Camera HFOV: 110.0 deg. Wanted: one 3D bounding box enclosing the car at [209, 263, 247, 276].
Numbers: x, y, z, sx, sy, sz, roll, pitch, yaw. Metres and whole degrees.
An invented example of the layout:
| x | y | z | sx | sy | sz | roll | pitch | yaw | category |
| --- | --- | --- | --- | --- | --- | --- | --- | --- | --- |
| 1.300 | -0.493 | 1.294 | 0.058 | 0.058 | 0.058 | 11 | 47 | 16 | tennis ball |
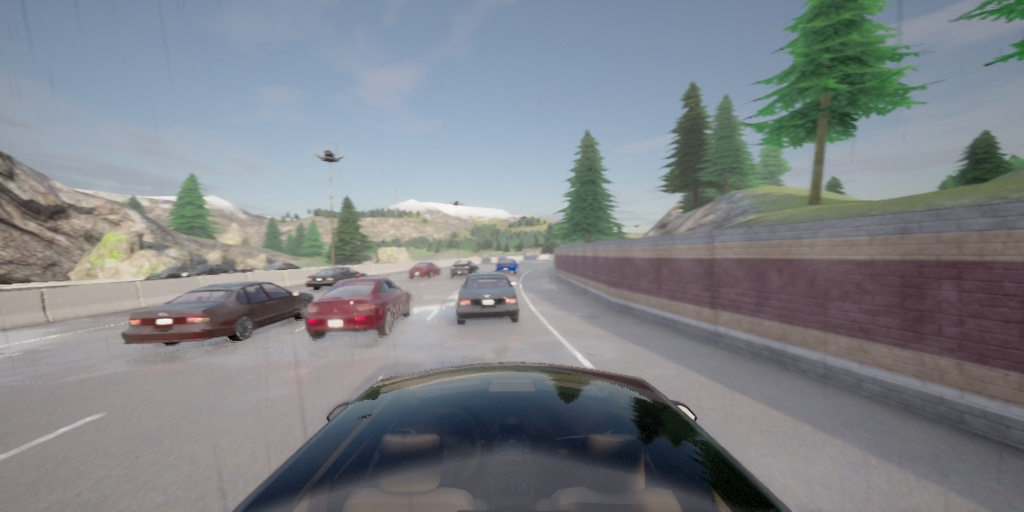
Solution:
| x | y | z | sx | sy | sz | roll | pitch | yaw | category |
| --- | --- | --- | --- | --- | --- | --- | --- | --- | --- |
| -25.222 | 1.407 | 33.738 | 1.895 | 1.301 | 4.718 | -2 | 0 | 5 | car |

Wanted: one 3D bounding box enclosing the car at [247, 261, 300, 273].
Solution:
| x | y | z | sx | sy | sz | roll | pitch | yaw | category |
| --- | --- | --- | --- | --- | --- | --- | --- | --- | --- |
| -21.735 | 1.242 | 33.479 | 1.812 | 1.442 | 4.674 | -2 | 0 | 5 | car |

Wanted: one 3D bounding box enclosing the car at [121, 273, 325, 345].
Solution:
| x | y | z | sx | sy | sz | roll | pitch | yaw | category |
| --- | --- | --- | --- | --- | --- | --- | --- | --- | --- |
| -7.669 | 1.443 | 10.208 | 2.033 | 1.411 | 5.357 | -2 | 0 | -4 | car |

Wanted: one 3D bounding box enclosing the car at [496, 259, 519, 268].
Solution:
| x | y | z | sx | sy | sz | roll | pitch | yaw | category |
| --- | --- | --- | --- | --- | --- | --- | --- | --- | --- |
| -0.359 | 0.983 | 34.559 | 1.882 | 1.535 | 5.008 | -2 | 0 | 6 | car |

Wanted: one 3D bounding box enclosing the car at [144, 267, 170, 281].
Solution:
| x | y | z | sx | sy | sz | roll | pitch | yaw | category |
| --- | --- | --- | --- | --- | --- | --- | --- | --- | --- |
| -32.186 | 1.777 | 34.376 | 2.097 | 1.767 | 4.553 | -2 | 0 | 5 | car |

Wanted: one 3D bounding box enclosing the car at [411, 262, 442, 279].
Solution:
| x | y | z | sx | sy | sz | roll | pitch | yaw | category |
| --- | --- | --- | --- | --- | --- | --- | --- | --- | --- |
| -7.624 | 1.253 | 31.761 | 1.812 | 1.442 | 4.674 | -2 | 0 | 4 | car |

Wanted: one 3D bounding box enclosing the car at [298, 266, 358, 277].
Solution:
| x | y | z | sx | sy | sz | roll | pitch | yaw | category |
| --- | --- | --- | --- | --- | --- | --- | --- | --- | --- |
| -11.542 | 1.442 | 24.076 | 2.033 | 1.411 | 5.357 | -2 | 0 | 1 | car |

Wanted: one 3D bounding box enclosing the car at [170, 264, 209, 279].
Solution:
| x | y | z | sx | sy | sz | roll | pitch | yaw | category |
| --- | --- | --- | --- | --- | --- | --- | --- | --- | --- |
| -28.708 | 1.470 | 34.056 | 2.128 | 1.511 | 4.902 | -2 | 0 | 5 | car |

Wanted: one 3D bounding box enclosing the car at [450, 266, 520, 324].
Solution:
| x | y | z | sx | sy | sz | roll | pitch | yaw | category |
| --- | --- | --- | --- | --- | --- | --- | --- | --- | --- |
| -0.792 | 1.240 | 11.866 | 2.033 | 1.411 | 5.357 | -2 | 0 | -4 | car |

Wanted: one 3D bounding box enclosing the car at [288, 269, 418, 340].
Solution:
| x | y | z | sx | sy | sz | roll | pitch | yaw | category |
| --- | --- | --- | --- | --- | --- | --- | --- | --- | --- |
| -4.139 | 1.323 | 10.280 | 1.812 | 1.442 | 4.674 | -2 | 0 | -5 | car |

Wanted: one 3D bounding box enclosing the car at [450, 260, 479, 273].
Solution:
| x | y | z | sx | sy | sz | roll | pitch | yaw | category |
| --- | --- | --- | --- | --- | --- | --- | --- | --- | --- |
| -4.112 | 1.122 | 31.760 | 2.128 | 1.511 | 4.902 | -2 | 0 | 4 | car |
